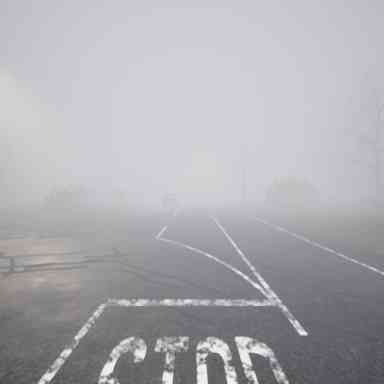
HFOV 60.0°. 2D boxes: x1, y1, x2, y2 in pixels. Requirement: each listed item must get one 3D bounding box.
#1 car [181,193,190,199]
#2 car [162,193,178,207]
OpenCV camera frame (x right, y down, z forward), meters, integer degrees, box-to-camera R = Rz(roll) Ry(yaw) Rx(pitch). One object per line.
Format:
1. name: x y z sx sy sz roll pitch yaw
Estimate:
1. car: -1.727 1.131 93.258 2.097 1.767 4.553 0 0 8
2. car: -3.351 1.140 51.038 2.150 2.045 5.566 0 0 0
